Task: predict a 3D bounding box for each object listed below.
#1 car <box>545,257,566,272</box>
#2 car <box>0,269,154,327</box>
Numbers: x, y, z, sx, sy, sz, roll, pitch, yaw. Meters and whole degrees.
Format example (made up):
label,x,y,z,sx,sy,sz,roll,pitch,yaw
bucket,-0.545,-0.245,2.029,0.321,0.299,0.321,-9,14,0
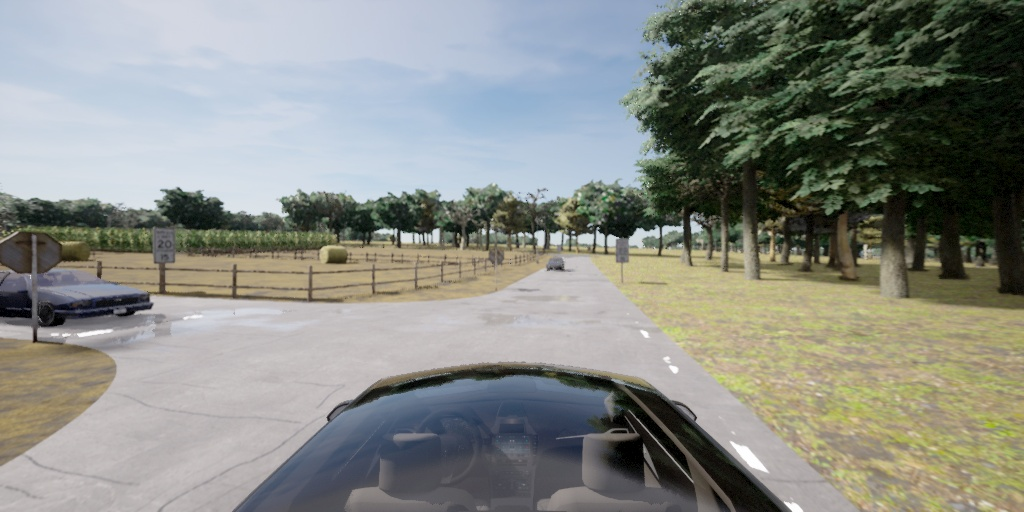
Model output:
label,x,y,z,sx,sy,sz,roll,pitch,yaw
car,4.684,0.904,38.225,1.837,1.490,4.892,0,1,11
car,-13.332,1.081,10.236,5.357,1.411,2.033,1,0,9
